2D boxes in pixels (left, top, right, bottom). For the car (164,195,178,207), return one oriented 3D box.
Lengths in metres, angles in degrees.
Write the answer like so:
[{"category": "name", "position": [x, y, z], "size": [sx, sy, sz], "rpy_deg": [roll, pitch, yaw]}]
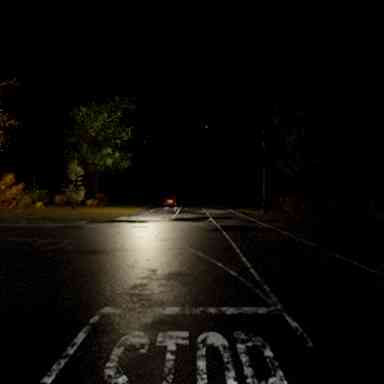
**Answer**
[{"category": "car", "position": [-3.669, 1.563, 58.024], "size": [2.150, 2.045, 5.566], "rpy_deg": [0, 0, -1]}]
